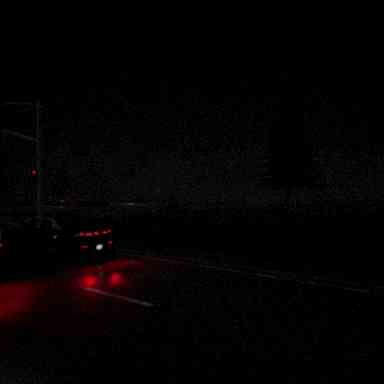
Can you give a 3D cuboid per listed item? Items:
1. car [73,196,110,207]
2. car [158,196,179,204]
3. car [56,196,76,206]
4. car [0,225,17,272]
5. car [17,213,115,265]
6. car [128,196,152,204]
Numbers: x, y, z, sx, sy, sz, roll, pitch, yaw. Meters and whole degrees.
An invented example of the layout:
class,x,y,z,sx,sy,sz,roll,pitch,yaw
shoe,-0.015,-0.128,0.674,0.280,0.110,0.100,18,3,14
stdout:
class,x,y,z,sx,sy,sz,roll,pitch,yaw
car,-14.539,1.622,49.081,1.895,1.301,4.718,0,0,35
car,-4.397,1.513,63.567,2.128,1.511,4.902,0,0,35
car,-19.684,1.377,53.911,2.097,1.767,4.553,0,0,35
car,-6.977,1.483,8.953,5.008,1.535,1.882,0,0,36
car,-4.842,1.496,11.729,4.902,1.511,2.128,0,0,36
car,-10.438,1.570,67.096,2.033,1.411,5.357,0,0,35
